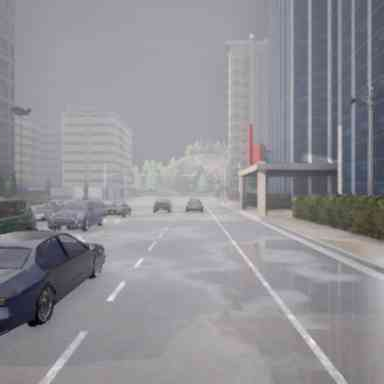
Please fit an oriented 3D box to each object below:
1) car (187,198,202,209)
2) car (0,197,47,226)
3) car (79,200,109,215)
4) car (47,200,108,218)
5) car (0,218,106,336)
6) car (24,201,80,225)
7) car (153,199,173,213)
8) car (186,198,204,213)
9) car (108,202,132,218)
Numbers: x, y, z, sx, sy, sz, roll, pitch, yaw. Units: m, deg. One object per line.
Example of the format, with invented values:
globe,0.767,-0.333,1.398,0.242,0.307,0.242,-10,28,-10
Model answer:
car,0.387,1.548,47.561,2.033,1.411,5.357,0,0,1
car,-7.031,1.220,10.546,2.150,2.045,5.566,0,0,1
car,-10.225,1.561,35.042,1.994,1.385,4.181,0,0,0
car,-6.928,1.350,20.296,2.097,1.767,4.553,0,0,1
car,-3.351,1.547,6.971,2.033,1.411,5.357,0,0,0
car,-10.363,1.489,25.063,2.128,1.511,4.902,0,0,1
car,-3.199,1.505,36.930,1.837,1.490,4.892,0,0,1
car,0.300,1.565,37.211,1.994,1.385,4.181,0,0,0
car,-6.766,1.562,30.341,1.994,1.385,4.181,0,0,1
